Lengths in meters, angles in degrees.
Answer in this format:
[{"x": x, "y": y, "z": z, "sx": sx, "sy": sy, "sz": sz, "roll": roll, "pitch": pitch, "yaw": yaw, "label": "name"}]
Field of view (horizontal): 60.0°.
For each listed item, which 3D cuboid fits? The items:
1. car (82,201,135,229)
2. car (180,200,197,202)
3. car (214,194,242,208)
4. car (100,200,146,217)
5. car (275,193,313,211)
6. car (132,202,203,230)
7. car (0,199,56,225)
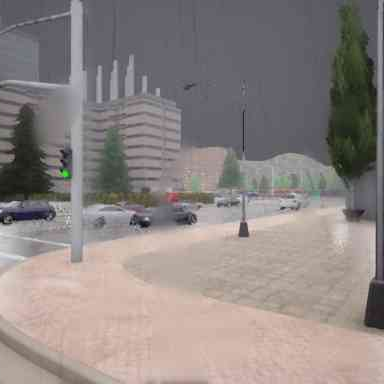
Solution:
[{"x": -5.517, "y": 1.525, "z": 21.741, "sx": 1.812, "sy": 1.442, "sz": 4.674, "roll": 0, "pitch": 0, "yaw": 36, "label": "car"}, {"x": -0.679, "y": 1.601, "z": 40.630, "sx": 1.895, "sy": 1.301, "sz": 4.718, "roll": 0, "pitch": 0, "yaw": 36, "label": "car"}, {"x": 5.470, "y": 1.505, "z": 49.020, "sx": 1.837, "sy": 1.490, "sz": 4.892, "roll": 0, "pitch": 0, "yaw": 37, "label": "car"}, {"x": -6.651, "y": 1.564, "z": 32.437, "sx": 1.994, "sy": 1.385, "sz": 4.181, "roll": 0, "pitch": 0, "yaw": 36, "label": "car"}, {"x": 12.588, "y": 1.221, "z": 40.689, "sx": 2.150, "sy": 2.045, "sz": 5.566, "roll": 0, "pitch": 0, "yaw": 36, "label": "car"}, {"x": -1.491, "y": 1.564, "z": 21.325, "sx": 1.994, "sy": 1.385, "sz": 4.181, "roll": 0, "pitch": 0, "yaw": 36, "label": "car"}, {"x": -12.495, "y": 1.352, "z": 24.387, "sx": 2.097, "sy": 1.767, "sz": 4.553, "roll": 0, "pitch": 0, "yaw": 36, "label": "car"}]
